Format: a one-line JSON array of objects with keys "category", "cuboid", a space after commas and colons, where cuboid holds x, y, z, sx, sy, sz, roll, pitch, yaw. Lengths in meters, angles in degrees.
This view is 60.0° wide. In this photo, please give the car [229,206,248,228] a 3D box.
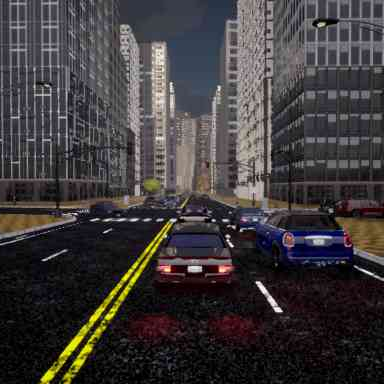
[{"category": "car", "cuboid": [3.388, 1.536, 20.329, 2.033, 1.411, 5.357, 0, 0, 0]}]

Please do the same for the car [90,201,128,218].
[{"category": "car", "cuboid": [-7.688, 1.547, 30.282, 2.033, 1.411, 5.357, 1, 0, -35]}]

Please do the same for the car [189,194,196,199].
[{"category": "car", "cuboid": [0.169, 1.278, 92.240, 2.033, 1.411, 5.357, 0, 0, 0]}]

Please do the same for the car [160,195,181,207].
[{"category": "car", "cuboid": [-3.229, 1.315, 50.653, 2.097, 1.767, 4.553, 0, 0, -1]}]

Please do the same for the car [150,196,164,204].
[{"category": "car", "cuboid": [-6.446, 1.497, 62.373, 2.033, 1.411, 5.357, 0, 0, 0]}]

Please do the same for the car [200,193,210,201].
[{"category": "car", "cuboid": [3.401, 1.392, 81.814, 1.882, 1.535, 5.008, 0, 0, 0]}]

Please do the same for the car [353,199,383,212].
[{"category": "car", "cuboid": [21.881, 1.640, 39.279, 4.829, 1.417, 1.752, 1, 0, 1]}]

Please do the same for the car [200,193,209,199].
[{"category": "car", "cuboid": [3.419, 1.093, 92.203, 2.097, 1.767, 4.553, 0, 0, 0]}]

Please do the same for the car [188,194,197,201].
[{"category": "car", "cuboid": [0.150, 1.414, 81.823, 1.837, 1.490, 4.892, 0, 0, 0]}]

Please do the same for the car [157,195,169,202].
[{"category": "car", "cuboid": [-6.367, 1.475, 73.043, 2.033, 1.411, 5.357, 0, 0, 0]}]

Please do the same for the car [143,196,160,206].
[{"category": "car", "cuboid": [-6.498, 1.466, 52.493, 1.837, 1.490, 4.892, 0, 0, 0]}]

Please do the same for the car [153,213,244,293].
[{"category": "car", "cuboid": [0.110, 1.543, 8.974, 2.033, 1.411, 5.357, 0, 0, 1]}]

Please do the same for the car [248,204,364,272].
[{"category": "car", "cuboid": [3.369, 1.347, 10.944, 2.097, 1.767, 4.553, 0, 0, 0]}]

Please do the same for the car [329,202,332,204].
[{"category": "car", "cuboid": [16.482, 1.614, 36.811, 4.892, 1.490, 1.837, 0, 1, -1]}]

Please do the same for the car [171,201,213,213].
[{"category": "car", "cuboid": [0.135, 1.481, 18.719, 2.128, 1.511, 4.902, 0, 0, 0]}]

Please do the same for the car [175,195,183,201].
[{"category": "car", "cuboid": [-3.105, 1.426, 79.627, 1.837, 1.490, 4.892, 0, 0, 0]}]

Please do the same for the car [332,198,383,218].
[{"category": "car", "cuboid": [16.258, 1.517, 31.003, 5.009, 1.841, 2.192, 1, 0, 1]}]
